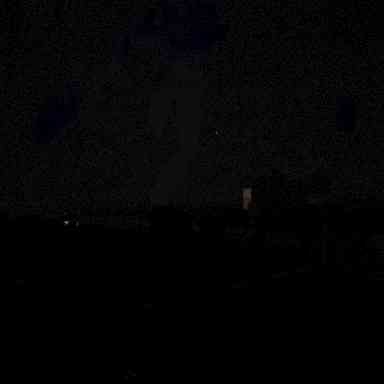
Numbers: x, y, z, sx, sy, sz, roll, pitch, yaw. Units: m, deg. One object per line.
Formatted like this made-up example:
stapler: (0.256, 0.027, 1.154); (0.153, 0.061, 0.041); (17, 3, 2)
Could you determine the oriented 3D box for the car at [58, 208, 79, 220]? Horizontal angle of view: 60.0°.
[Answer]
car: (-18.583, 3.175, 50.011); (2.097, 1.767, 4.553); (-3, 0, -35)
